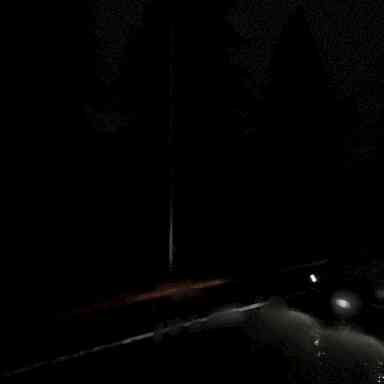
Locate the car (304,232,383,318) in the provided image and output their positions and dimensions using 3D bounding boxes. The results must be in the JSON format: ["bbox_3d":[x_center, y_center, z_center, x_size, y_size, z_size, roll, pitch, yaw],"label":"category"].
[{"bbox_3d":[4.854,1.633,7.511,5.357,1.411,2.033,1,0,-36],"label":"car"}]
